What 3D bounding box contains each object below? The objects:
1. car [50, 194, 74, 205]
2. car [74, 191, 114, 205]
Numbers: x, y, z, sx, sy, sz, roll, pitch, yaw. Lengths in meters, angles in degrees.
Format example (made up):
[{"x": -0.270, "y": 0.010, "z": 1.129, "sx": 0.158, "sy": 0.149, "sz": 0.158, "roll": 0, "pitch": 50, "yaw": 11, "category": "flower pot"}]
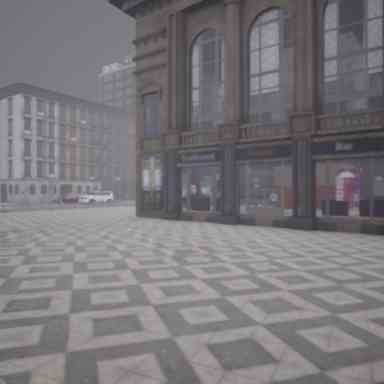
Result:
[{"x": -18.632, "y": 1.130, "z": 49.748, "sx": 1.882, "sy": 1.535, "sz": 5.008, "roll": 0, "pitch": 0, "yaw": 36, "category": "car"}, {"x": -14.309, "y": 0.867, "z": 50.217, "sx": 2.150, "sy": 2.045, "sz": 5.566, "roll": 0, "pitch": 0, "yaw": 36, "category": "car"}]
